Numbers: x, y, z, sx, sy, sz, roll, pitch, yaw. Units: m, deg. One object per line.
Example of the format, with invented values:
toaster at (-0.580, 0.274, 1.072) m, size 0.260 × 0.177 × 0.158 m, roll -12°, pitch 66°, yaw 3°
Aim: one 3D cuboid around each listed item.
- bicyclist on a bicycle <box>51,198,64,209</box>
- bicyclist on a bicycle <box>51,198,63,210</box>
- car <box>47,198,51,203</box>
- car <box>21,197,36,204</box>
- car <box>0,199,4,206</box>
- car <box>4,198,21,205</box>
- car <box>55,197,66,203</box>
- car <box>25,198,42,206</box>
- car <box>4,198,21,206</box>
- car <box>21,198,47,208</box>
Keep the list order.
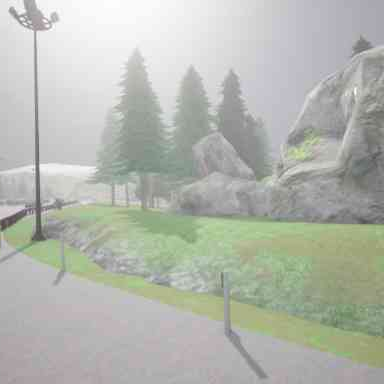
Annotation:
bicyclist on a bicycle at (-19.159, 1.661, 47.323) m, size 1.656 × 1.620 × 0.582 m, roll 0°, pitch -2°, yaw 8°
bicyclist on a bicycle at (-18.938, 1.658, 46.355) m, size 1.656 × 1.620 × 0.582 m, roll 0°, pitch 0°, yaw -20°
car at (-35.093, 2.072, 79.321) m, size 1.895 × 1.301 × 4.718 m, roll -1°, pitch 0°, yaw -13°
car at (-38.500, 2.078, 78.517) m, size 2.128 × 1.511 × 4.902 m, roll -1°, pitch 0°, yaw -13°
car at (-39.606, 2.123, 67.581) m, size 1.882 × 1.535 × 5.008 m, roll -1°, pitch 0°, yaw -13°
car at (-41.913, 2.154, 77.742) m, size 2.128 × 1.511 × 4.902 m, roll -1°, pitch 0°, yaw -13°
car at (-31.674, 1.976, 80.064) m, size 1.837 × 1.490 × 4.892 m, roll -1°, pitch 0°, yaw -13°
car at (-32.780, 2.033, 69.131) m, size 2.033 × 1.411 × 5.357 m, roll -1°, pitch 0°, yaw -13°
car at (-36.193, 2.094, 68.356) m, size 2.128 × 1.511 × 4.902 m, roll -1°, pitch 0°, yaw -13°
car at (-25.710, 1.889, 54.256) m, size 2.033 × 1.411 × 5.357 m, roll -1°, pitch 0°, yaw -13°
